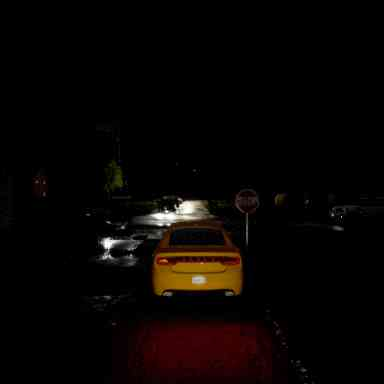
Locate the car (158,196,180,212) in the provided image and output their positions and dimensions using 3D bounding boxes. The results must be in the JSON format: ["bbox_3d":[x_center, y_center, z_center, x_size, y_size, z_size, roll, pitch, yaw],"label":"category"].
[{"bbox_3d":[-2.809,1.491,38.142,2.128,1.511,4.902,0,0,1],"label":"car"}]

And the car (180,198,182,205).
[{"bbox_3d":[-2.760,1.524,48.034,1.812,1.442,4.674,0,0,0],"label":"car"}]

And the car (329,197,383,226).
[{"bbox_3d":[13.138,1.379,24.608,5.566,2.045,2.150,1,-1,-2],"label":"car"}]

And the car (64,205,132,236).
[{"bbox_3d":[-5.333,1.485,18.563,4.674,1.442,1.812,2,0,39],"label":"car"}]

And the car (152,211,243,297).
[{"bbox_3d":[0.078,1.479,8.625,1.882,1.535,5.008,0,0,-1],"label":"car"}]
